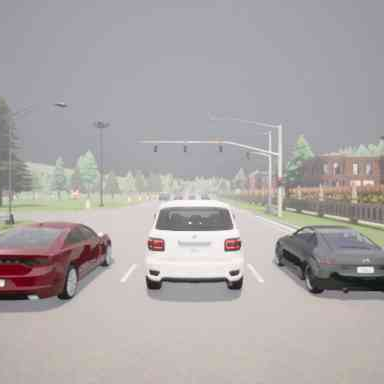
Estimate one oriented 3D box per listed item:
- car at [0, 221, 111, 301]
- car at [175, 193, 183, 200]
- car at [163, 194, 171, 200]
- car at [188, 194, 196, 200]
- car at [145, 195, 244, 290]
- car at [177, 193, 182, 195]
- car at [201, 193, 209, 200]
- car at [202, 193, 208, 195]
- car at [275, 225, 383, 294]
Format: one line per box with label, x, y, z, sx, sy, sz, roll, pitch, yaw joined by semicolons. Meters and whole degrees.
car;-3.438;1.474;8.411;1.882;1.535;5.008;0;0;0
car;-3.482;1.153;92.065;2.097;1.767;4.553;0;0;0
car;-6.982;1.297;92.096;1.837;1.490;4.892;0;0;0
car;0.018;1.337;92.095;2.033;1.411;5.357;0;0;0
car;0.068;1.218;9.219;2.150;2.045;5.566;0;0;0
car;-3.484;1.485;82.092;1.812;1.442;4.674;0;0;0
car;3.518;1.153;92.064;2.097;1.767;4.553;0;0;0
car;3.516;1.556;82.121;1.895;1.301;4.718;0;0;0
car;3.566;1.561;8.806;1.994;1.385;4.181;0;0;0
